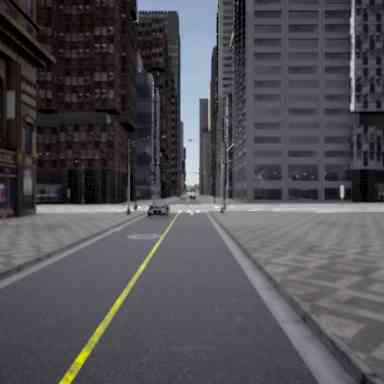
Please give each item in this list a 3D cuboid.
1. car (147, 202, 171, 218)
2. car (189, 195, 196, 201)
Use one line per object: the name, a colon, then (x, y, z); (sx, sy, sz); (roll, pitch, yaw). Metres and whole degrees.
car: (-3.069, 1.669, 31.494); (1.994, 1.385, 4.181); (0, 0, 0)
car: (0.235, 1.652, 94.340); (1.882, 1.535, 5.008); (0, 0, 0)
